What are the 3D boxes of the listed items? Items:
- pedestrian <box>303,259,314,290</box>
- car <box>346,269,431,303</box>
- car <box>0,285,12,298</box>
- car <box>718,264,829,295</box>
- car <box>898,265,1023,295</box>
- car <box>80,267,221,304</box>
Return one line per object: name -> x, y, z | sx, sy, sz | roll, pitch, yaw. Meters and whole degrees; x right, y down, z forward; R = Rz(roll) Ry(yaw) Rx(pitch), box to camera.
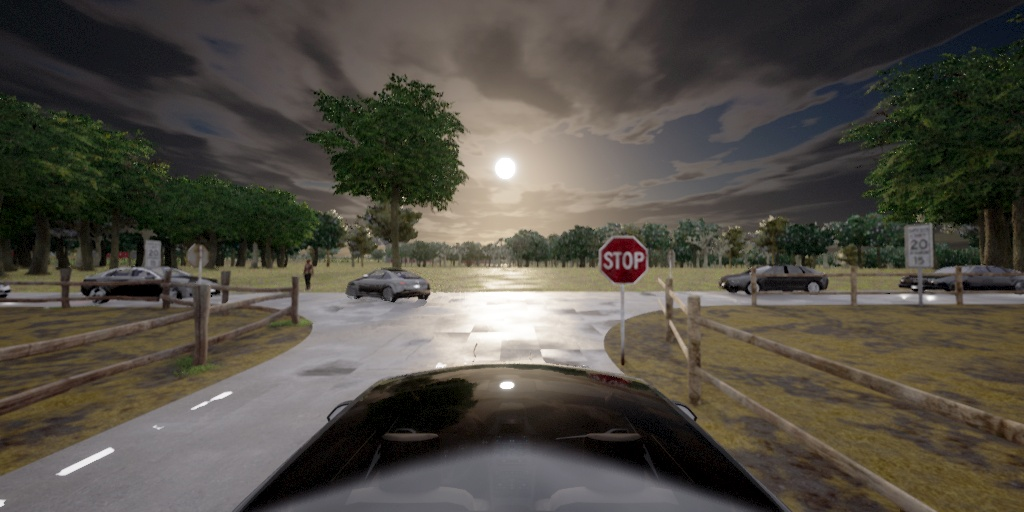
pedestrian -> -12.109, 1.098, 21.271 | 0.375, 1.860, 0.375 | 0, -1, 0
car -> -5.635, 1.279, 16.218 | 4.181, 1.385, 1.994 | -1, -2, 36
car -> -24.577, 1.227, 15.296 | 4.674, 1.442, 1.812 | 0, -1, 0
car -> 13.136, 1.186, 18.180 | 4.892, 1.490, 1.837 | 0, -1, 1
car -> 22.967, 1.179, 18.014 | 5.357, 1.411, 2.033 | 0, -1, 2
car -> -15.232, 1.197, 15.293 | 4.902, 1.511, 2.128 | 0, -1, 0
